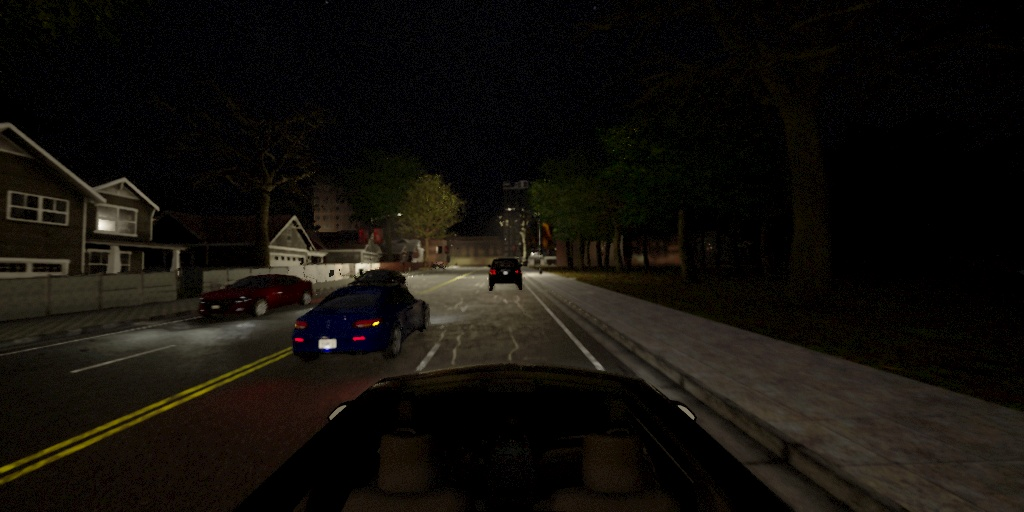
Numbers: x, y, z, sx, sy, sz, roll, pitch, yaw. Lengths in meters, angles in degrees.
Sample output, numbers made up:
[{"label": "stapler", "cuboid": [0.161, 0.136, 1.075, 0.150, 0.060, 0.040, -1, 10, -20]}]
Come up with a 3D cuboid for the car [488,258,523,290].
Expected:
[{"label": "car", "cuboid": [-0.453, 1.143, 24.493, 2.150, 2.045, 5.566, -1, 0, -1]}]

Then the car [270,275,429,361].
[{"label": "car", "cuboid": [-3.264, 1.373, 8.524, 1.812, 1.442, 4.674, -1, 0, -2]}]

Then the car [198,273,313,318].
[{"label": "car", "cuboid": [-10.130, 1.479, 14.672, 1.882, 1.535, 5.008, -1, 0, -2]}]

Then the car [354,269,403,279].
[{"label": "car", "cuboid": [-6.994, 1.459, 18.919, 1.882, 1.535, 5.008, -1, 0, -2]}]

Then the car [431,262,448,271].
[{"label": "car", "cuboid": [-11.120, 1.548, 55.142, 1.994, 1.385, 4.181, -1, -1, -2]}]
